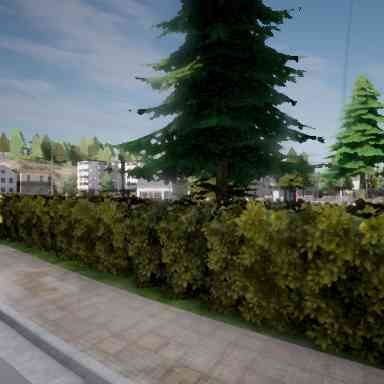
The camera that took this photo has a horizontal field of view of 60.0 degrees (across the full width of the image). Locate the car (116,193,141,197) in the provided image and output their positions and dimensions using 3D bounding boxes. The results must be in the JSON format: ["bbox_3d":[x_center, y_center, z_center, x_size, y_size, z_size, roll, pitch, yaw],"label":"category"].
[{"bbox_3d":[-9.708,1.384,53.927,3.806,1.475,1.970,0,0,-45],"label":"car"}]

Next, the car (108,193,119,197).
[{"bbox_3d":[-15.228,1.097,70.363,4.605,1.855,1.932,0,0,-45],"label":"car"}]

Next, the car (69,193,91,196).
[{"bbox_3d":[-26.509,1.154,81.290,5.027,1.636,2.152,0,0,-45],"label":"car"}]

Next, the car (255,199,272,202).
[{"bbox_3d":[9.885,1.478,44.371,5.008,1.535,1.882,0,0,-45],"label":"car"}]

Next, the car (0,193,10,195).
[{"bbox_3d":[-23.145,1.330,40.971,5.027,1.636,2.152,0,0,-45],"label":"car"}]

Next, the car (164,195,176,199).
[{"bbox_3d":[-1.935,1.224,37.782,5.566,2.045,2.150,0,0,-45],"label":"car"}]

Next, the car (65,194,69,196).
[{"bbox_3d":[-31.230,1.232,85.648,3.806,1.475,1.970,0,0,-45],"label":"car"}]

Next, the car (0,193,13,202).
[{"bbox_3d":[-41.123,1.097,71.368,4.605,1.855,1.932,0,0,-45],"label":"car"}]

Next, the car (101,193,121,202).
[{"bbox_3d":[-17.555,1.077,72.150,3.866,1.878,1.905,0,0,-45],"label":"car"}]
